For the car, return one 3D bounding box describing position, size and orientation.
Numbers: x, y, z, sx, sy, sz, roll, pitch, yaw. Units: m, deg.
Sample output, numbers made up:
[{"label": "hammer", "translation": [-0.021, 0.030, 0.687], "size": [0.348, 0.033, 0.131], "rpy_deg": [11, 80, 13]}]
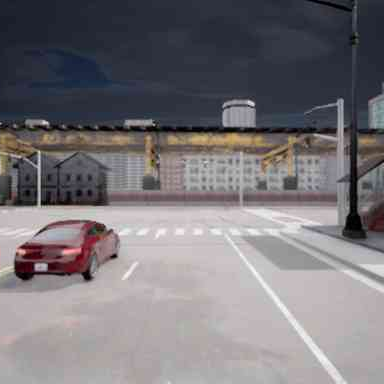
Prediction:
[{"label": "car", "translation": [-3.400, 1.525, 9.792], "size": [1.812, 1.442, 4.674], "rpy_deg": [0, 0, 0]}]
